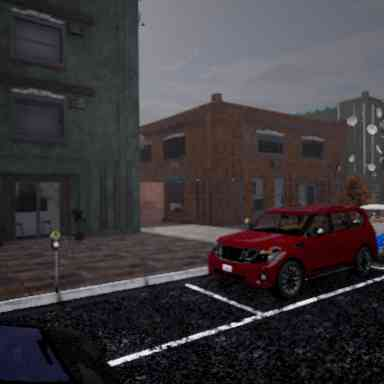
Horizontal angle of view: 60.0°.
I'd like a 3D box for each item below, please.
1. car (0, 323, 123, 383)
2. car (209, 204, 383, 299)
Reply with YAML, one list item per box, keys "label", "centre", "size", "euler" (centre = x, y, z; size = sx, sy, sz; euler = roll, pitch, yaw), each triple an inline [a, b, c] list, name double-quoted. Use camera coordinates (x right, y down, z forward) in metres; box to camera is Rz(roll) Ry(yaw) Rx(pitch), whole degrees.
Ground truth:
- label: "car"
  centre: [-2.390, 1.567, 1.675]
  size: [4.181, 1.385, 1.994]
  euler: [0, 0, -35]
- label: "car"
  centre: [2.797, 1.295, 8.559]
  size: [5.009, 1.841, 2.192]
  euler: [0, 0, -35]
